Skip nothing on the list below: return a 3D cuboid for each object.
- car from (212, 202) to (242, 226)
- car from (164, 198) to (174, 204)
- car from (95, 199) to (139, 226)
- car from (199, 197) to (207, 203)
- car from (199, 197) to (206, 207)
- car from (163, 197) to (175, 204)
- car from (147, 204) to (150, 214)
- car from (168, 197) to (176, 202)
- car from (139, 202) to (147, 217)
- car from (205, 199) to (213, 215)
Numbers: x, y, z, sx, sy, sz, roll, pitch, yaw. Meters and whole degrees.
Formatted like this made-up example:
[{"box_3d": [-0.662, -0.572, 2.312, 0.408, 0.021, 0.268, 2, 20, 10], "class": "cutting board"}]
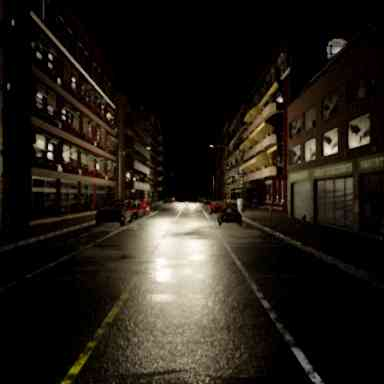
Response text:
[{"box_3d": [2.720, 1.687, 25.037, 1.752, 1.417, 4.829, 0, 0, 0], "class": "car"}, {"box_3d": [-5.596, 2.064, 81.242, 2.008, 1.369, 4.403, 0, 0, 0], "class": "car"}, {"box_3d": [-5.659, 1.475, 24.882, 2.192, 1.841, 5.009, 0, 0, 0], "class": "car"}, {"box_3d": [2.792, 2.115, 86.864, 1.947, 1.339, 4.313, 0, 0, 0], "class": "car"}, {"box_3d": [2.759, 1.925, 58.683, 2.008, 1.369, 4.403, 0, 0, 0], "class": "car"}, {"box_3d": [-5.602, 2.029, 75.605, 2.008, 1.369, 4.403, 0, 0, 0], "class": "car"}, {"box_3d": [-5.647, 1.776, 36.153, 1.887, 1.381, 4.507, 0, 0, 0], "class": "car"}, {"box_3d": [-5.582, 2.128, 92.514, 1.887, 1.381, 4.507, 0, 0, 0], "class": "car"}, {"box_3d": [-5.654, 1.636, 30.516, 1.967, 1.590, 4.097, 0, 0, 0], "class": "car"}, {"box_3d": [2.733, 1.777, 36.139, 1.887, 1.381, 4.507, 0, 0, 0], "class": "car"}]
